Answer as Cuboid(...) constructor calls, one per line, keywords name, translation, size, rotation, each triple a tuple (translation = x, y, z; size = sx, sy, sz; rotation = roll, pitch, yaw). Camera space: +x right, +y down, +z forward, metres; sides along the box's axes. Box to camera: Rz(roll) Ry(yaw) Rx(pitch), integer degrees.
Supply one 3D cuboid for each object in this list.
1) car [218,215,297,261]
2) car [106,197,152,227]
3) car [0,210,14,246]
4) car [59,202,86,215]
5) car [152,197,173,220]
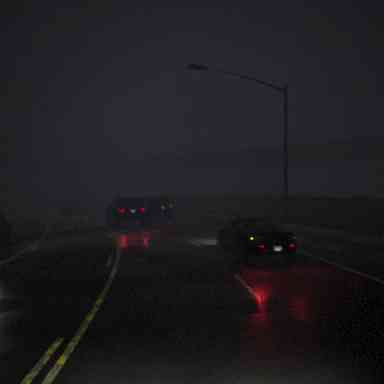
Cuboid(name="car", translation=(2.298, 1.601, 12.619), size=(1.812, 1.442, 4.674), rotation=(0, 0, -9))
Cuboid(name="car", translation=(-5.013, 1.426, 24.939), size=(2.150, 2.045, 5.566), rotation=(0, -1, -23))
Cuboid(name="car", translation=(-8.657, 1.504, 13.068), size=(2.097, 1.767, 4.553), rotation=(0, 0, -14))
Cuboid(name="car", translation=(-14.303, 1.881, 39.589), size=(2.128, 1.511, 4.902), rotation=(-1, 0, -40))
Cuboid(name="car", translation=(-3.655, 1.438, 30.196), size=(2.150, 2.045, 5.566), rotation=(0, 0, -27))
